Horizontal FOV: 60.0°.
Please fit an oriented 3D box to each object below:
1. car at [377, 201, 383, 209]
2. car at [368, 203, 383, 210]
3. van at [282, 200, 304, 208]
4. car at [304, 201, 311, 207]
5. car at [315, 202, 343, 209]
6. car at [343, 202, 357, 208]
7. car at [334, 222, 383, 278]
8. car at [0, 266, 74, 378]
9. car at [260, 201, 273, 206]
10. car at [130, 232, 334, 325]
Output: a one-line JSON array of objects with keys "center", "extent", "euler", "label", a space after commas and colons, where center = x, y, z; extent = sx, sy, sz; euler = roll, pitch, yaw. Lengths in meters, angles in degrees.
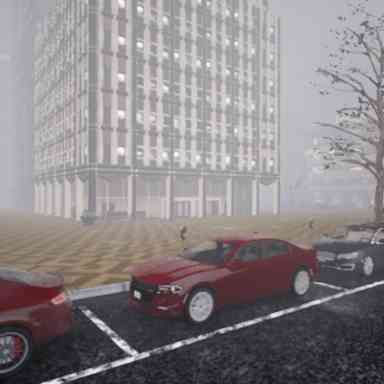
[{"center": [38.336, 2.516, 64.093], "extent": [1.967, 1.590, 4.097], "euler": [-1, 0, -36], "label": "car"}, {"center": [32.653, 2.570, 57.215], "extent": [2.008, 1.369, 4.403], "euler": [-1, 0, -36], "label": "car"}, {"center": [21.651, 2.636, 72.574], "extent": [1.690, 1.788, 3.998], "euler": [-1, 0, -36], "label": "van"}, {"center": [26.479, 2.808, 80.250], "extent": [1.967, 1.590, 4.097], "euler": [-1, 0, -36], "label": "car"}, {"center": [26.572, 2.716, 65.688], "extent": [1.887, 1.381, 4.507], "euler": [-1, 0, -36], "label": "car"}, {"center": [33.075, 2.787, 71.273], "extent": [1.802, 1.307, 4.206], "euler": [-1, 0, -36], "label": "car"}, {"center": [5.367, 1.651, 10.394], "extent": [4.403, 1.369, 2.008], "euler": [1, -1, -35], "label": "car"}, {"center": [-3.633, 1.575, 3.975], "extent": [4.206, 1.307, 1.802], "euler": [1, -1, -35], "label": "car"}, {"center": [19.944, 3.112, 89.267], "extent": [1.802, 1.307, 4.206], "euler": [-1, 0, -36], "label": "car"}, {"center": [0.867, 1.591, 7.185], "extent": [4.507, 1.381, 1.887], "euler": [1, -1, -35], "label": "car"}]
